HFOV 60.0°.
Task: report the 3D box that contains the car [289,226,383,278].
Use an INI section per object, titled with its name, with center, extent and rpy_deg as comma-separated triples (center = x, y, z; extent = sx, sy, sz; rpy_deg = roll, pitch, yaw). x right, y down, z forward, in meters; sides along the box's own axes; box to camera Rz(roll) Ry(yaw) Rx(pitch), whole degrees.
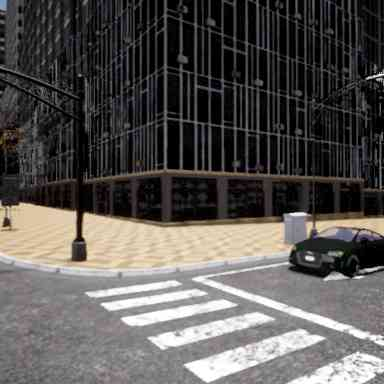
[car]
center = 5.259, 1.902, 11.422
extent = 4.181, 1.385, 1.994
rpy_deg = 1, -1, -35
